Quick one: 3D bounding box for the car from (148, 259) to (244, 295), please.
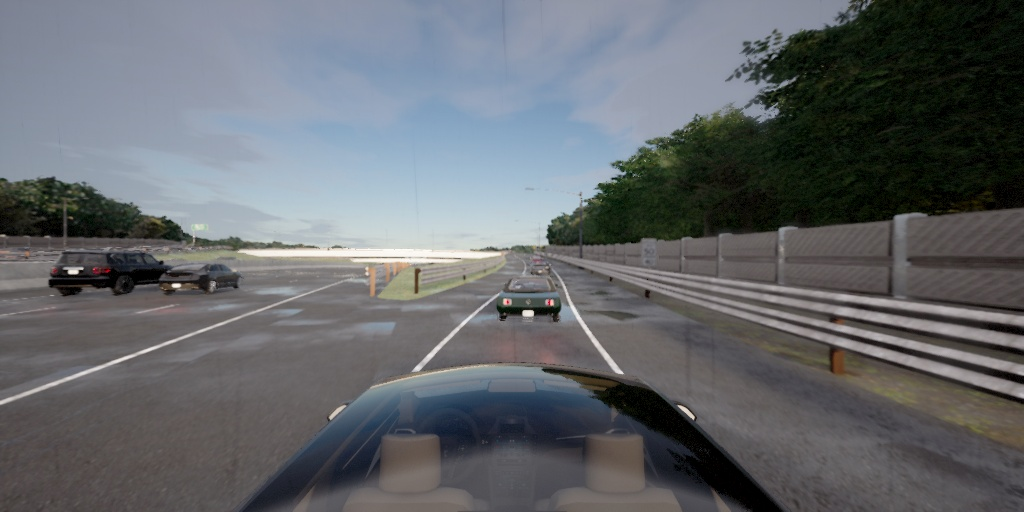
[{"bbox_3d":[-15.714,1.089,18.455,1.837,1.490,4.892,1,0,-15],"label":"car"}]

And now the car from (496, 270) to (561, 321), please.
[{"bbox_3d":[0.648,1.347,12.416,1.895,1.301,4.718,0,0,5],"label":"car"}]

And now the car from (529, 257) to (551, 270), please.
[{"bbox_3d":[2.684,1.166,33.991,2.128,1.511,4.902,0,1,5],"label":"car"}]

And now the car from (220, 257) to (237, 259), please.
[{"bbox_3d":[-39.383,1.266,51.593,1.837,1.490,4.892,1,-1,-15],"label":"car"}]

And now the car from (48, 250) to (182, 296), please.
[{"bbox_3d":[-19.114,0.769,17.631,2.150,2.045,5.566,1,0,-15],"label":"car"}]
